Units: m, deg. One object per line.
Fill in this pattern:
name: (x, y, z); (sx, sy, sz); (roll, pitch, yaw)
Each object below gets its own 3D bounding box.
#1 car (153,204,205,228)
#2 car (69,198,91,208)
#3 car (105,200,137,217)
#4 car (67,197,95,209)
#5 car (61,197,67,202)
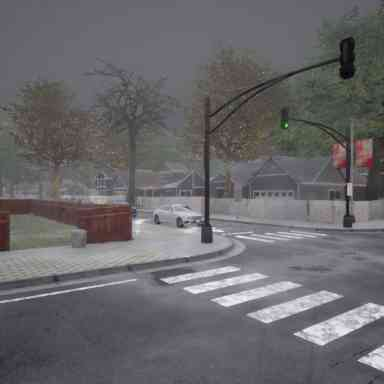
car: (-0.990, 1.547, 22.655); (1.812, 1.442, 4.674); (0, 0, -36)
car: (-16.699, 1.654, 49.611); (1.994, 1.385, 4.181); (0, 0, -35)
car: (-6.828, 1.513, 30.824); (1.882, 1.535, 5.008); (0, 0, -36)
car: (-12.816, 1.530, 39.205); (1.882, 1.535, 5.008); (0, 0, -35)
car: (-22.359, 1.600, 57.419); (2.128, 1.511, 4.902); (0, 0, -36)
